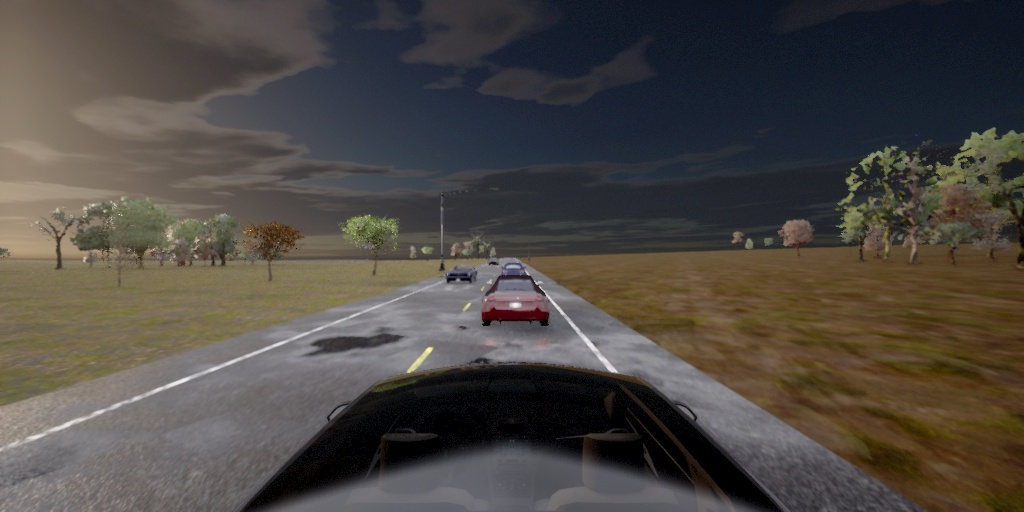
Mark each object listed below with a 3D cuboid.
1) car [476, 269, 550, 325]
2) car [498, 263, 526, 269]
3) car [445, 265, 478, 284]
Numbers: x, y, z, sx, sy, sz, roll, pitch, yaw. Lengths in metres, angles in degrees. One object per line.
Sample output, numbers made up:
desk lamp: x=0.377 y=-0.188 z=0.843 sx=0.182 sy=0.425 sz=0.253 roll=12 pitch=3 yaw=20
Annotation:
car: x=0.098 y=1.297 z=11.712 sx=1.994 sy=1.385 sz=4.181 roll=0 pitch=0 yaw=0
car: x=0.101 y=1.229 z=27.699 sx=1.812 sy=1.442 sz=4.674 roll=0 pitch=0 yaw=0
car: x=-3.596 y=1.307 z=26.242 sx=1.895 sy=1.301 sz=4.718 roll=0 pitch=0 yaw=0
